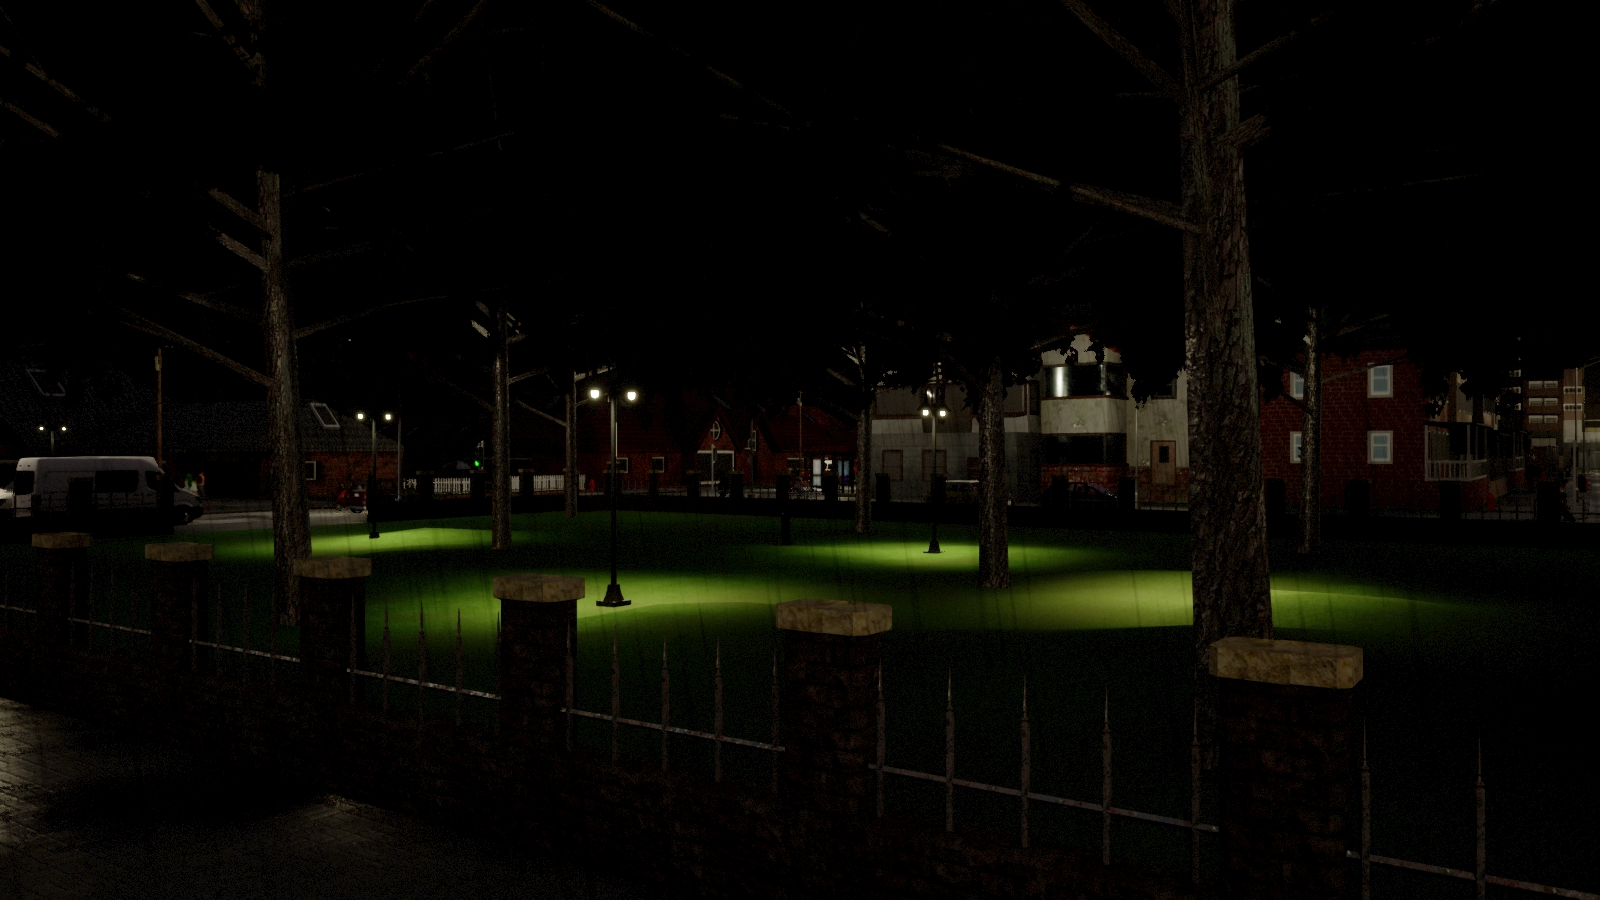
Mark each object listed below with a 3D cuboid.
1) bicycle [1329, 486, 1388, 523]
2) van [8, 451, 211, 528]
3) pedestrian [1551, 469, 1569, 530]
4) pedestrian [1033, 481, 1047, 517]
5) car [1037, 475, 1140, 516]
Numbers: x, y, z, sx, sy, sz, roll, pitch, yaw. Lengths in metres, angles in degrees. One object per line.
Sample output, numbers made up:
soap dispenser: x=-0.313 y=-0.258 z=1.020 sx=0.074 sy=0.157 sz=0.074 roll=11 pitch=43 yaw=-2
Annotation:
bicycle: x=19.938 y=1.940 z=40.812 sx=1.835 sy=1.271 sz=0.329 roll=0 pitch=0 yaw=35
van: x=-24.648 y=1.315 z=41.057 sx=1.988 sy=2.561 sz=5.915 roll=0 pitch=0 yaw=36
pedestrian: x=23.457 y=1.525 z=35.277 sx=0.375 sy=1.860 sz=0.375 roll=0 pitch=0 yaw=-42
pedestrian: x=8.836 y=1.804 z=42.051 sx=0.375 sy=1.300 sz=0.375 roll=0 pitch=0 yaw=34
car: x=11.752 y=1.818 z=46.570 sx=3.633 sy=1.501 sz=1.845 roll=0 pitch=0 yaw=35
